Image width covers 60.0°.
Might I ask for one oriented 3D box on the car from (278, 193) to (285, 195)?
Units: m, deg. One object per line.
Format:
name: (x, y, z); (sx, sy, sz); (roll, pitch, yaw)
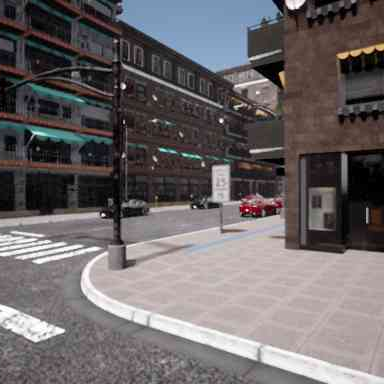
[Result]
car: (8.376, 1.056, 29.936); (1.802, 1.307, 4.206); (1, 1, 35)

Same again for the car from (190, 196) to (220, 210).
car: (1.552, 1.066, 34.809); (1.947, 1.339, 4.313); (1, 1, 35)

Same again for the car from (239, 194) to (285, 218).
car: (5.168, 1.109, 25.271); (1.887, 1.381, 4.507); (1, 1, 35)

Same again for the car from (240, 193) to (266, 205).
car: (8.084, 0.901, 44.052); (1.802, 1.307, 4.206); (1, 1, 35)

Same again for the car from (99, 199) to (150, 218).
car: (-5.086, 1.248, 25.633); (1.947, 1.339, 4.313); (1, 1, 35)
